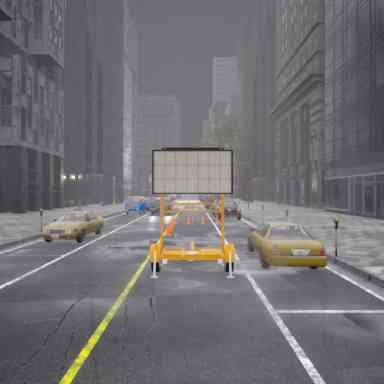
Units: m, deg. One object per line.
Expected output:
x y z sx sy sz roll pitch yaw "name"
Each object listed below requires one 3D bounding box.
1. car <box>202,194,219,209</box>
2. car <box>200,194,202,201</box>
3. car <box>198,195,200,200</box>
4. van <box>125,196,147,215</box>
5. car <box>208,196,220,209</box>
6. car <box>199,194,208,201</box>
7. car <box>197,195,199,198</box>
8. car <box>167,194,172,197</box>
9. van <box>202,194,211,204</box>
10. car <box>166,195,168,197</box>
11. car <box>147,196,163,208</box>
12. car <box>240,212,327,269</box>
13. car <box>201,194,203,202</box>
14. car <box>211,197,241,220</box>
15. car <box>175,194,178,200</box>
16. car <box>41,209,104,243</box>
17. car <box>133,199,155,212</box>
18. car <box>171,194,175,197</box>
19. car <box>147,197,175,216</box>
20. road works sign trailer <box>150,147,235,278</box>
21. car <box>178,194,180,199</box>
2.933 1.323 44.619 2.192 1.841 5.009 0 0 0 "car"
2.962 1.480 61.537 1.967 1.590 4.097 0 0 0 "car"
2.990 1.659 78.455 1.802 1.307 4.206 0 0 0 "car"
-5.610 1.335 33.369 1.690 1.788 3.998 0 0 0 "van"
2.914 1.434 33.339 1.967 1.590 4.097 0 0 0 "car"
3.009 1.435 89.734 2.192 1.841 5.009 0 0 0 "car"
2.999 1.663 84.093 1.947 1.339 4.313 0 0 0 "car"
-5.554 1.632 67.203 1.802 1.307 4.206 0 0 0 "car"
2.972 1.391 67.176 1.690 1.788 3.998 0 0 0 "van"
-5.573 1.574 55.924 1.887 1.381 4.507 0 0 0 "car"
-5.583 1.458 50.286 1.967 1.590 4.097 0 0 0 "car"
2.883 1.521 10.984 1.752 1.417 4.829 0 0 1 "car"
2.943 1.333 50.257 2.192 1.841 5.009 0 0 0 "car"
2.905 1.431 27.700 1.967 1.590 4.097 0 0 0 "car"
-5.526 1.412 84.118 2.192 1.841 5.009 0 0 0 "car"
-5.641 1.519 16.244 1.752 1.417 4.829 0 0 1 "car"
-5.602 1.565 39.007 1.947 1.339 4.313 0 0 0 "car"
-5.536 1.602 78.310 1.752 1.417 4.829 0 0 0 "car"
-2.946 1.498 32.702 1.837 1.490 4.892 0 0 0 "car"
0.016 0.461 10.099 2.380 3.560 2.880 0 0 0 "road works sign trailer"
-5.507 1.457 95.397 2.192 1.841 5.009 0 0 0 "car"
